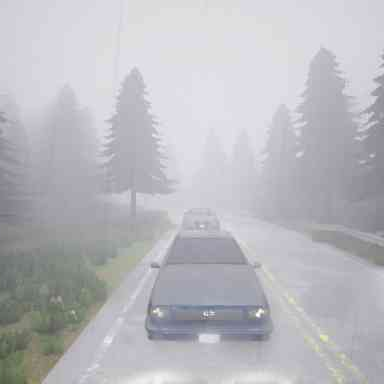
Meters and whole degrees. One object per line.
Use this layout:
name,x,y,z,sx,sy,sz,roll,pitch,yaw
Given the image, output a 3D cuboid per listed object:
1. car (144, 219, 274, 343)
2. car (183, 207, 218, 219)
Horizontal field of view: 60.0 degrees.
car,0.277,1.557,7.080,2.033,1.411,5.357,0,0,1
car,0.460,1.584,19.165,1.994,1.385,4.181,0,0,-2
